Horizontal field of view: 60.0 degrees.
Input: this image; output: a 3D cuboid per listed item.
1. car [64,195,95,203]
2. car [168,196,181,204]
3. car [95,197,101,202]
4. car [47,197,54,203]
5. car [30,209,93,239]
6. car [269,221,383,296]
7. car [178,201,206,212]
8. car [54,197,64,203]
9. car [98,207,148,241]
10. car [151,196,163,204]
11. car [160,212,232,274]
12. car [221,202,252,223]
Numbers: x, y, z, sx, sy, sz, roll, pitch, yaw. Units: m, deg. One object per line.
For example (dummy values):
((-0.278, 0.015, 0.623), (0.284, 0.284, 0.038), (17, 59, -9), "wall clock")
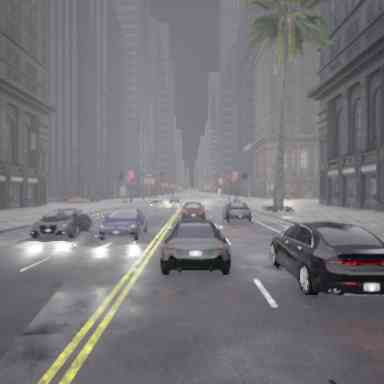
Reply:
((-23.816, 1.786, 70.280), (4.829, 1.417, 1.752), (-1, 1, 0), "car")
((-3.227, 1.492, 62.069), (1.837, 1.490, 4.892), (0, 0, 0), "car")
((-23.953, 1.762, 78.808), (4.507, 1.381, 1.887), (-1, 1, 0), "car")
((-34.126, 1.939, 78.847), (4.206, 1.307, 1.802), (-1, 1, 0), "car")
((-6.594, 1.561, 17.222), (1.994, 1.385, 4.181), (0, 0, 0), "car")
((3.343, 1.504, 8.595), (1.837, 1.490, 4.892), (0, 0, 0), "car")
((0.105, 1.516, 26.509), (1.812, 1.442, 4.674), (0, 0, 0), "car")
((-29.043, 1.602, 78.823), (5.009, 1.841, 2.192), (-1, 1, 0), "car")
((-3.346, 1.522, 16.961), (1.812, 1.442, 4.674), (0, 0, 0), "car")
((-6.477, 1.465, 62.070), (1.882, 1.535, 5.008), (0, 0, 0), "car")
((0.097, 1.562, 10.622), (1.994, 1.385, 4.181), (0, 0, 0), "car")
((3.352, 1.482, 25.433), (2.128, 1.511, 4.902), (0, 0, 0), "car")
